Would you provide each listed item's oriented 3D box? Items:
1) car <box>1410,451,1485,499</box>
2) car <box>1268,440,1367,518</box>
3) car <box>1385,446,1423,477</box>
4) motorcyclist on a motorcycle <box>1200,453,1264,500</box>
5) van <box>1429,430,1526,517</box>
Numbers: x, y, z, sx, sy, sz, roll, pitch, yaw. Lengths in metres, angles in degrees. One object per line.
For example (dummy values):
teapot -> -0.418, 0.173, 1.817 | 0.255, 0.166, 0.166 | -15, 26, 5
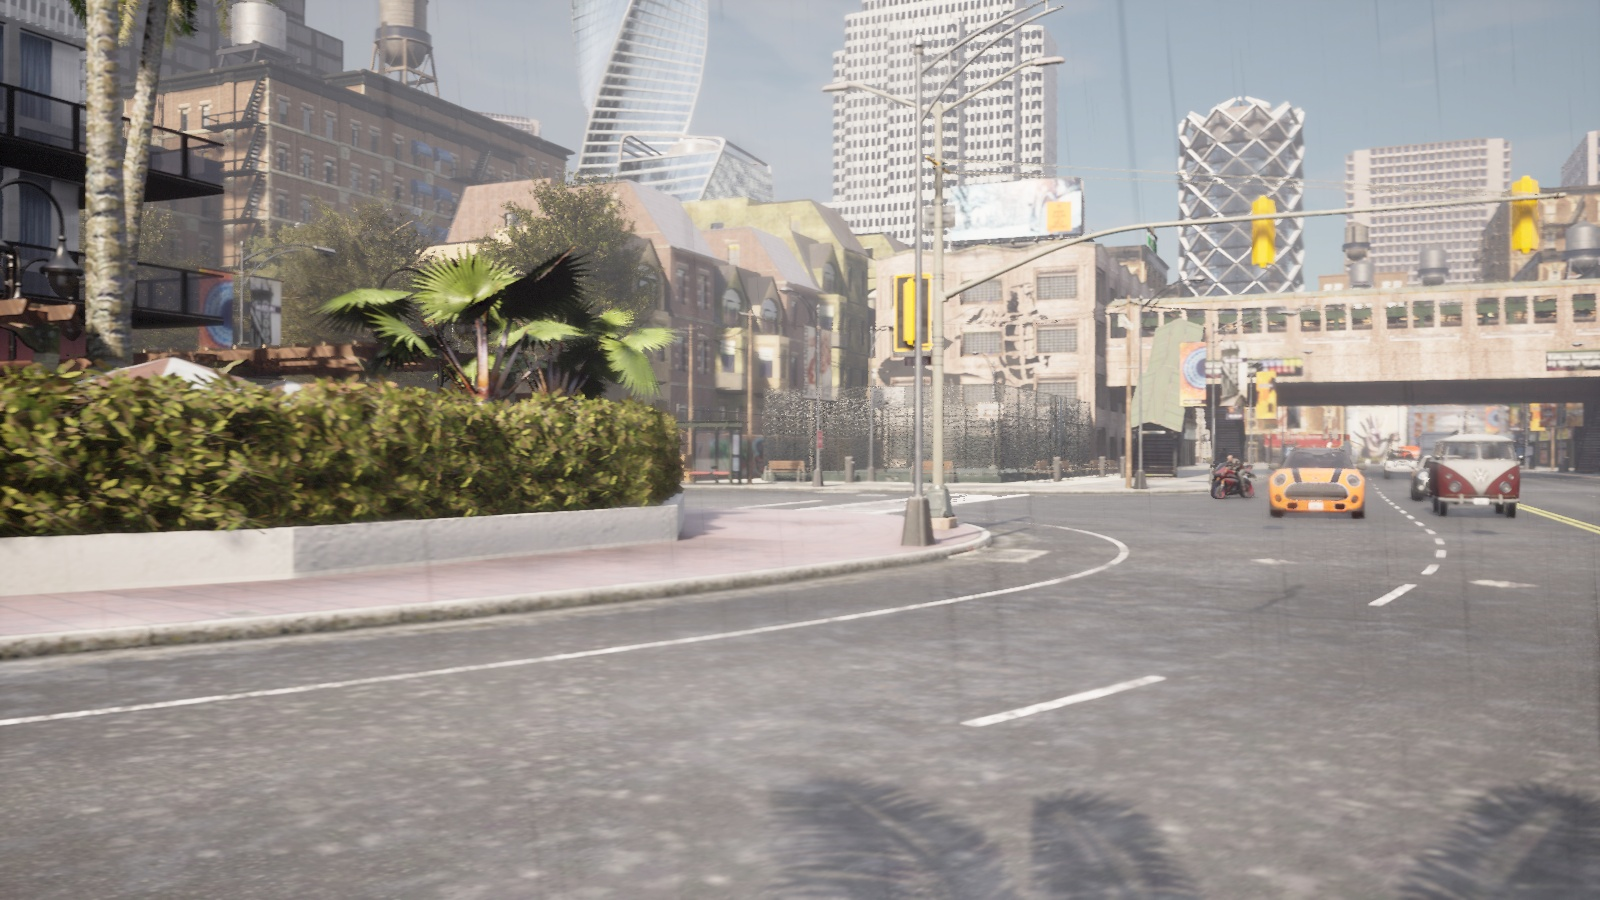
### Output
car -> 21.064, 0.784, 40.979 | 1.970, 1.475, 3.806 | 0, 0, 24
car -> 12.770, 0.667, 30.885 | 2.097, 1.767, 4.553 | 0, 0, 24
car -> 37.093, 0.707, 77.187 | 1.932, 1.855, 4.605 | 0, 0, 24
motorcyclist on a motorcycle -> 14.409, 0.874, 41.896 | 2.191, 1.530, 0.866 | 0, -1, -35
van -> 16.692, 0.552, 31.100 | 1.775, 1.987, 4.442 | 0, 0, 24
